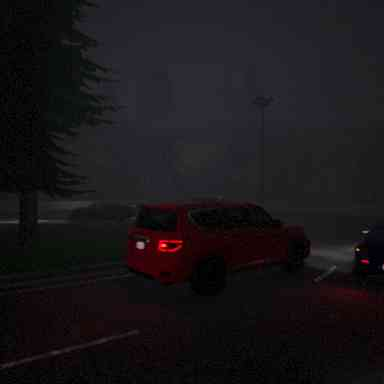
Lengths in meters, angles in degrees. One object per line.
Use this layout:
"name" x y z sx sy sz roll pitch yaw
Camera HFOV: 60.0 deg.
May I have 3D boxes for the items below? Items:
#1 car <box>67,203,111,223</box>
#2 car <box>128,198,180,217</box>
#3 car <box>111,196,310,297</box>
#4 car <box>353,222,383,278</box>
"car" -6.993 1.554 25.507 4.902 1.511 2.128 0 -1 -5
"car" -3.625 1.460 32.299 4.553 1.767 2.097 0 0 10
"car" 0.920 1.264 9.006 5.566 2.045 2.150 0 0 -40
"car" 5.909 1.598 9.558 1.812 1.442 4.674 1 0 36
